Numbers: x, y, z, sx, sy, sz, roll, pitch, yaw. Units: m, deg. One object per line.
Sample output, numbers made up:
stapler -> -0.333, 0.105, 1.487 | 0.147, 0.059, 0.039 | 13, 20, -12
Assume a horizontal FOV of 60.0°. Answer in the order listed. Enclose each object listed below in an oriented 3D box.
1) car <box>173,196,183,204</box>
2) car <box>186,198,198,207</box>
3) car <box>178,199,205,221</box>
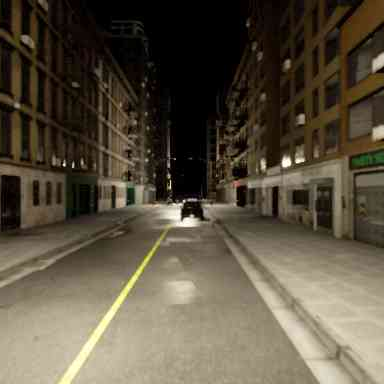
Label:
car -> -2.988, 1.643, 69.988 | 2.128, 1.511, 4.902 | 0, 0, 0
car -> 0.012, 1.727, 54.824 | 1.895, 1.301, 4.718 | 0, 0, 0
car -> 0.023, 1.577, 27.661 | 1.837, 1.490, 4.892 | 0, 0, 0
